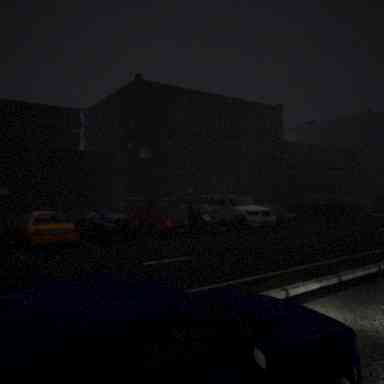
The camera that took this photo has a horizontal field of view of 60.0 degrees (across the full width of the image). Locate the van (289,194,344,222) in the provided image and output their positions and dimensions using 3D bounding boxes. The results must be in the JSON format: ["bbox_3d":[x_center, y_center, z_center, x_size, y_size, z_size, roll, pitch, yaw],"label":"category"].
[{"bbox_3d":[9.246,1.194,25.743,1.878,1.987,4.442,0,0,-36],"label":"van"}]

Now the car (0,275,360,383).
[{"bbox_3d":[-0.596,1.478,2.706,5.008,1.535,1.882,0,0,-35],"label":"car"}]

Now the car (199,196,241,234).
[{"bbox_3d":[0.324,1.339,19.251,2.185,1.767,4.553,0,0,-36],"label":"car"}]

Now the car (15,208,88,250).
[{"bbox_3d":[-6.493,1.479,14.560,1.946,1.575,5.366,0,0,-36],"label":"car"}]

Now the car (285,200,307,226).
[{"bbox_3d":[4.845,1.475,22.413,2.163,1.488,4.792,0,0,-36],"label":"car"}]

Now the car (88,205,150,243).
[{"bbox_3d":[-4.142,1.518,16.012,2.002,1.452,4.674,0,0,-36],"label":"car"}]

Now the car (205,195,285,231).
[{"bbox_3d":[2.601,1.204,20.808,2.435,2.045,5.566,0,0,-36],"label":"car"}]

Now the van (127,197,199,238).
[{"bbox_3d":[-1.833,1.246,17.525,1.878,1.987,4.442,0,0,-36],"label":"van"}]
